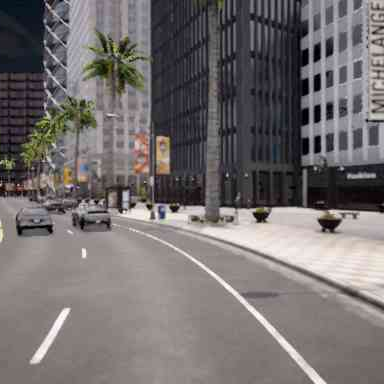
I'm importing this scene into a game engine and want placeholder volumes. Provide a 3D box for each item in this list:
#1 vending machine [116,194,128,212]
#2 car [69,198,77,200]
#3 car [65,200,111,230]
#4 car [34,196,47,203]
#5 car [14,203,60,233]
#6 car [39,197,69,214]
[{"bbox_3d":[-8.267,1.294,39.266,1.100,2.100,0.880,0,0,-31],"label":"vending machine"},{"bbox_3d":[-16.228,1.616,44.276,2.231,1.521,4.892,0,0,-31],"label":"car"},{"bbox_3d":[-6.673,1.553,21.776,2.128,1.511,4.902,0,0,-28],"label":"car"},{"bbox_3d":[-31.185,1.586,69.558,2.185,1.767,4.553,0,0,-31],"label":"car"},{"bbox_3d":[-9.625,1.617,20.173,2.033,1.411,5.357,0,0,-29],"label":"car"},{"bbox_3d":[-15.408,1.624,37.011,1.837,1.490,4.892,0,0,-31],"label":"car"}]
